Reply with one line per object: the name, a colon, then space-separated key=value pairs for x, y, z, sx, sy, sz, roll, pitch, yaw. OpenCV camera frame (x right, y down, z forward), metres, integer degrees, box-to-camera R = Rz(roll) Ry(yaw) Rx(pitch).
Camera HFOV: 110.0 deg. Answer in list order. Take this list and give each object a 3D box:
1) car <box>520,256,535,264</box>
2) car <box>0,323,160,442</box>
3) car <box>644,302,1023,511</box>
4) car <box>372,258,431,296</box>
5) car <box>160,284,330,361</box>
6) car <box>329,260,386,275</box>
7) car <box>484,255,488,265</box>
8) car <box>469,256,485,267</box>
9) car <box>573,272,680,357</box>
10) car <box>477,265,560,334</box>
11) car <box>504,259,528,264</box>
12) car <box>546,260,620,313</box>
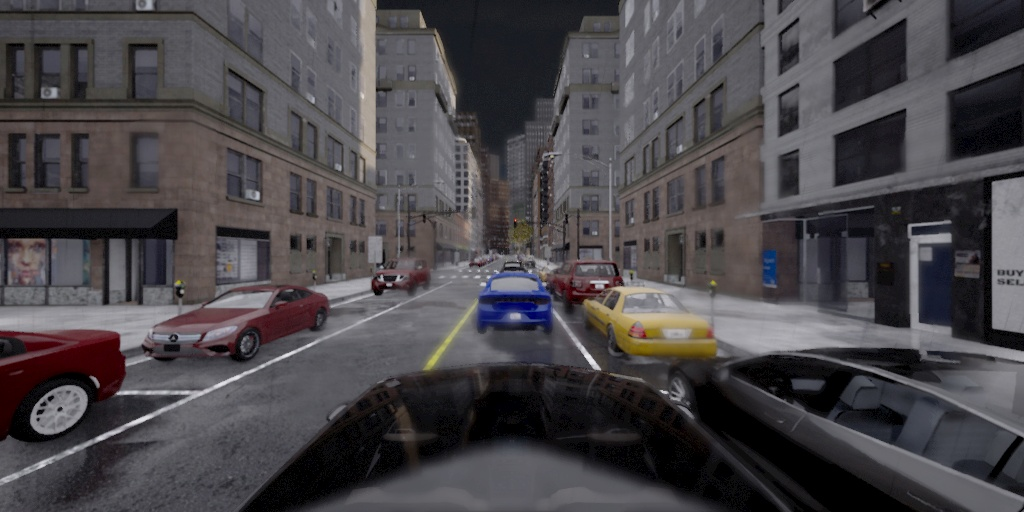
car: x=2.785 y=1.061 z=56.931 sx=2.007 sy=1.370 sz=4.403 roll=0 pitch=0 yaw=0
car: x=-5.762 y=1.294 z=2.623 sx=1.888 sy=1.381 sz=4.507 roll=0 pitch=0 yaw=0
car: x=2.763 y=1.315 z=2.613 sx=1.948 sy=1.339 sz=4.313 roll=0 pitch=0 yaw=0
car: x=-5.756 y=1.023 z=19.281 sx=2.192 sy=1.841 sz=5.009 roll=0 pitch=0 yaw=0
car: x=-5.760 y=1.320 z=8.175 sx=1.802 sy=1.307 sz=4.207 roll=0 pitch=0 yaw=0
car: x=-15.732 y=1.135 z=36.665 sx=4.902 sy=1.511 sz=2.128 roll=0 pitch=0 yaw=2
car: x=-5.738 y=0.912 z=62.366 sx=1.967 sy=1.591 sz=4.097 roll=0 pitch=0 yaw=0
car: x=-5.741 y=1.055 z=56.941 sx=1.888 sy=1.381 sz=4.507 roll=0 pitch=0 yaw=0
car: x=2.765 y=1.264 z=8.335 sx=1.751 sy=1.417 sz=4.829 roll=0 pitch=0 yaw=0
car: x=0.056 y=1.211 z=10.568 sx=1.882 sy=1.535 sz=5.008 roll=0 pitch=0 yaw=-1
car: x=0.057 y=1.183 z=27.244 sx=1.837 sy=1.490 sz=4.892 roll=0 pitch=0 yaw=0
car: x=2.767 y=1.040 z=13.719 sx=2.192 sy=1.841 sz=5.009 roll=0 pitch=0 yaw=0
